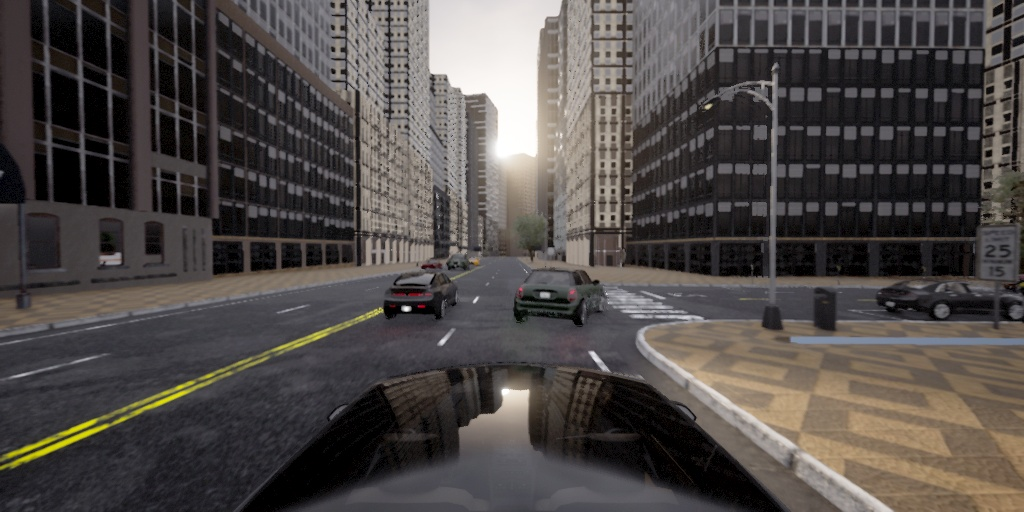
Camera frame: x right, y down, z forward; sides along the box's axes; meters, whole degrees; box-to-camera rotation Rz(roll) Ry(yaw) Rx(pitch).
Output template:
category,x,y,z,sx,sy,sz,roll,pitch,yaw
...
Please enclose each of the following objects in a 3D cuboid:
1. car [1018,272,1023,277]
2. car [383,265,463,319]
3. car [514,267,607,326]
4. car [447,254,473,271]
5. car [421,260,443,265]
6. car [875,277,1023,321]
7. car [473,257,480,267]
category,x,y,z,sx,sy,sz,roll,pitch,yaw
car,32.738,1.400,21.782,4.097,1.591,1.967,0,0,-1
car,-3.152,1.286,13.145,1.837,1.490,4.892,1,1,0
car,1.805,1.163,12.176,2.097,1.767,4.553,1,0,24
car,-6.596,0.764,44.701,2.150,2.045,5.566,0,1,0
car,-9.848,1.148,44.178,1.895,1.301,4.718,0,0,0
car,15.911,1.523,13.060,4.403,1.370,2.007,0,0,-1
car,-6.557,0.950,60.143,1.882,1.535,5.008,0,1,1
